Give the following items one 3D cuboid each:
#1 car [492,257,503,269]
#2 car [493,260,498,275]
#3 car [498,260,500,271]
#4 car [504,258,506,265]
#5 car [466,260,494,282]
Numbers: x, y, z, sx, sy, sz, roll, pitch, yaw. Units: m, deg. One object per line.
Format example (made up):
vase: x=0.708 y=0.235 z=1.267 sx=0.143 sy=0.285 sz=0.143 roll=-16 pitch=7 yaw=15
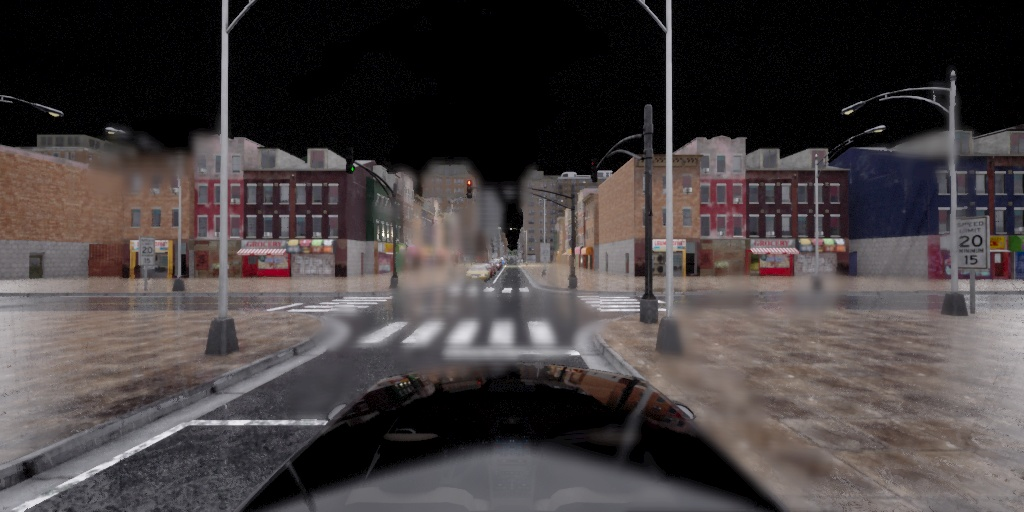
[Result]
car: x=-2.640 y=1.252 z=51.302 sx=1.967 sy=1.591 sz=4.097 roll=0 pitch=0 yaw=0
car: x=-2.638 y=1.322 z=34.486 sx=1.888 sy=1.381 sz=4.507 roll=0 pitch=0 yaw=0
car: x=-2.639 y=1.369 z=40.091 sx=1.802 sy=1.307 sz=4.207 roll=0 pitch=0 yaw=0
car: x=-2.641 y=1.157 z=62.512 sx=2.192 sy=1.841 sz=5.009 roll=0 pitch=0 yaw=0
car: x=-2.638 y=1.294 z=28.712 sx=1.751 sy=1.417 sz=4.829 roll=0 pitch=0 yaw=0
